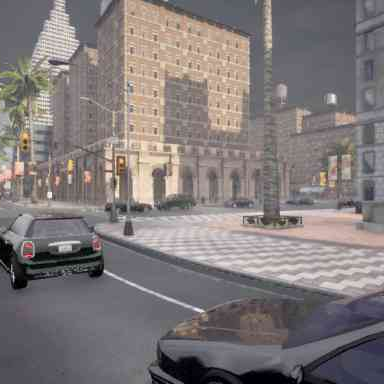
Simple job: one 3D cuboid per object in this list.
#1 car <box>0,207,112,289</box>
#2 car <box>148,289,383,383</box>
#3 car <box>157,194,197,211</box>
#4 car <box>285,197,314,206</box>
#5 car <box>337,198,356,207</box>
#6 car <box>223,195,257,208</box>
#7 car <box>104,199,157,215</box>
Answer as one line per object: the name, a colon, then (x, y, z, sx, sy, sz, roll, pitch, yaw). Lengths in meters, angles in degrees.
car: (-4.247, 1.352, 9.553, 2.097, 1.767, 4.553, 0, 0, -36)
car: (2.135, 1.547, 2.552, 5.357, 1.411, 2.033, 0, 0, 37)
car: (-2.037, 1.221, 41.942, 5.566, 2.045, 2.150, 0, 0, -33)
car: (17.808, 1.548, 54.924, 5.357, 1.411, 2.033, 0, 0, -33)
car: (24.177, 1.601, 50.529, 4.718, 1.301, 1.895, 0, 0, -34)
car: (6.668, 1.504, 47.632, 4.892, 1.490, 1.837, 0, 0, -33)
car: (-6.627, 1.477, 34.682, 5.008, 1.535, 1.882, 0, 0, -31)
